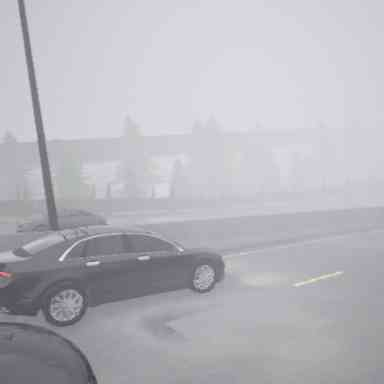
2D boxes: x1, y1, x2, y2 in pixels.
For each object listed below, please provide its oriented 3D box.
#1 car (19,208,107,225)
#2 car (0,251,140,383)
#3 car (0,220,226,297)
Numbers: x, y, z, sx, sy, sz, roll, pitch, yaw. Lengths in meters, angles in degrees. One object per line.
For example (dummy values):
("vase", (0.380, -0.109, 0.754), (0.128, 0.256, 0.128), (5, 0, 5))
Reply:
("car", (-6.360, 1.510, 16.593), (4.181, 1.385, 1.994), (-1, 0, -35))
("car", (-2.939, 1.511, 1.651), (4.902, 1.511, 2.128), (-1, 0, -35))
("car", (-1.454, 1.467, 7.008), (4.892, 1.490, 1.837), (0, 0, -35))
